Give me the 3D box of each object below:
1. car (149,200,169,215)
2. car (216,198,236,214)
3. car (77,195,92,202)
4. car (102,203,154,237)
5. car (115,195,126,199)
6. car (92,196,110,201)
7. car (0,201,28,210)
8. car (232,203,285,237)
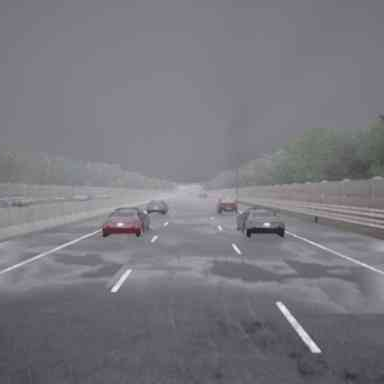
[{"bbox_3d":[-3.453,1.496,33.487,1.994,1.385,4.181,0,0,0],"label":"car"},{"bbox_3d":[3.546,1.408,34.546,1.882,1.535,5.008,0,0,0],"label":"car"},{"bbox_3d":[-21.104,1.373,65.738,1.882,1.535,5.008,0,0,0],"label":"car"},{"bbox_3d":[-3.429,1.523,17.921,1.994,1.385,4.181,0,0,0],"label":"car"},{"bbox_3d":[-14.107,1.409,66.295,2.128,1.511,4.902,0,0,0],"label":"car"},{"bbox_3d":[-17.604,1.438,65.859,2.033,1.411,5.357,0,0,0],"label":"car"},{"bbox_3d":[-14.137,1.438,25.066,2.128,1.511,4.902,0,0,0],"label":"car"},{"bbox_3d":[3.571,1.522,17.884,1.994,1.385,4.181,0,0,0],"label":"car"}]
